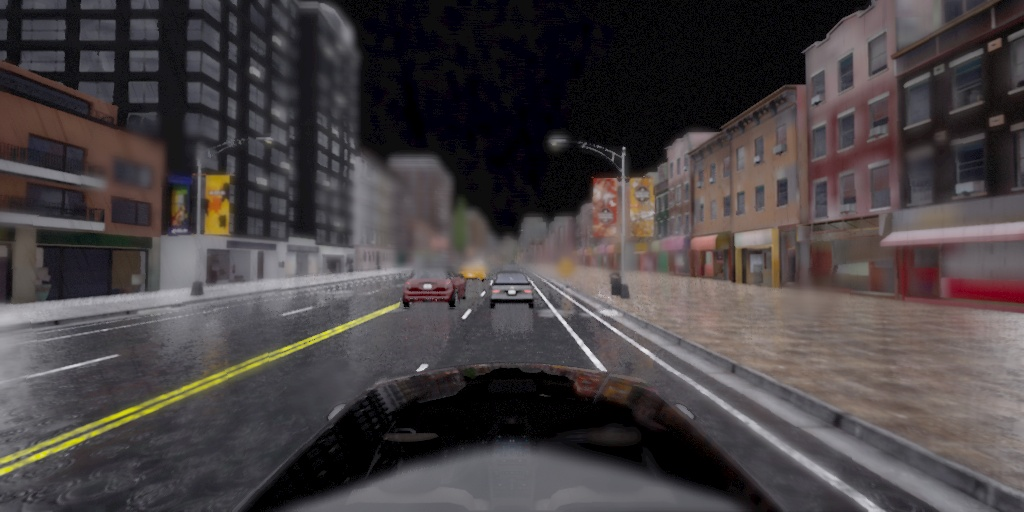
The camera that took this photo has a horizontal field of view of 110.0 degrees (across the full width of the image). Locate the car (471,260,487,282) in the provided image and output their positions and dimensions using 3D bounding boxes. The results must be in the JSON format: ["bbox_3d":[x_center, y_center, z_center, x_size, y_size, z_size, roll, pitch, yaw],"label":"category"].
[{"bbox_3d":[-3.254,1.389,31.335,1.882,1.535,5.008,0,0,0],"label":"car"}]

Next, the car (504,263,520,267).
[{"bbox_3d":[-0.008,1.511,30.965,1.895,1.301,4.718,0,0,0],"label":"car"}]

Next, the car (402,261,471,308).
[{"bbox_3d":[-3.251,1.207,15.940,2.097,1.767,4.553,0,-1,0],"label":"car"}]

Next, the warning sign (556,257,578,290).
[{"bbox_3d":[3.219,0.996,20.917,1.300,1.860,1.060,0,0,0],"label":"warning sign"}]

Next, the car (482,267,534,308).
[{"bbox_3d":[-0.003,1.403,15.848,2.033,1.411,5.357,0,0,0],"label":"car"}]
